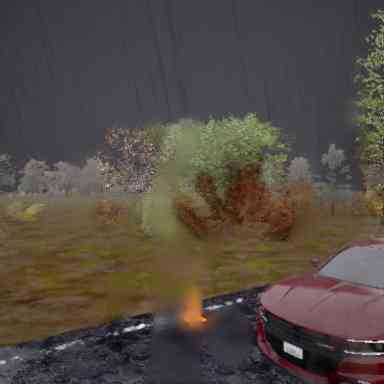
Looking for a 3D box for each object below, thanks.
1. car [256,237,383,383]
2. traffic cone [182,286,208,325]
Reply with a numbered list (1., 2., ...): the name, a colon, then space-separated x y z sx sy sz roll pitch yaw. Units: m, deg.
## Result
1. car: 3.147 1.488 5.165 5.008 1.535 1.882 0 0 -36
2. traffic cone: 0.047 1.969 5.882 0.340 0.580 0.340 0 0 -36
